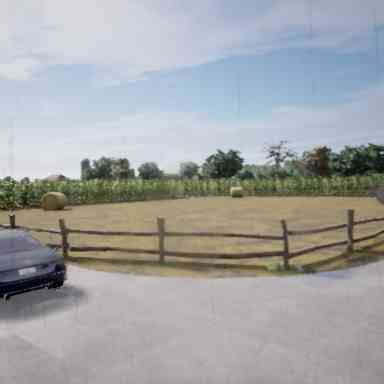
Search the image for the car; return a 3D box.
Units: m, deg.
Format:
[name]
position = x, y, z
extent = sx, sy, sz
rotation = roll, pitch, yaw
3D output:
[car]
position = -4.852, 1.662, 8.310
extent = 4.181, 1.385, 1.994
rotation = -2, 1, 44
